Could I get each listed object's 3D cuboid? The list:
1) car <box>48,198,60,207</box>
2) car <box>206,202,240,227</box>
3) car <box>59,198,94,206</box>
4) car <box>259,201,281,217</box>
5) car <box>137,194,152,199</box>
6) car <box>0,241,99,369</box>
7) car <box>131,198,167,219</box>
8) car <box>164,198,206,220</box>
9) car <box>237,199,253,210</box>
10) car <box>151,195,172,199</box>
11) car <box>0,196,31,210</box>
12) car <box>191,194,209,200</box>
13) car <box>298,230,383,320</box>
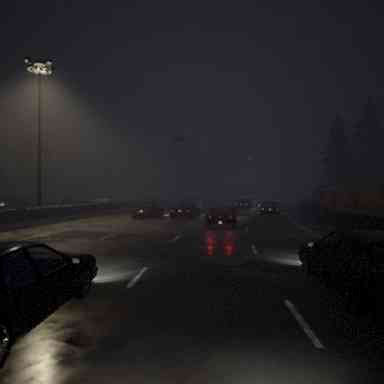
[{"bbox_3d":[-15.618,1.441,41.095,2.128,1.511,4.902,0,0,15],"label":"car"},{"bbox_3d":[2.116,1.593,22.812,1.895,1.301,4.718,0,0,9],"label":"car"},{"bbox_3d":[-12.717,1.557,38.397,1.895,1.301,4.718,0,0,14],"label":"car"},{"bbox_3d":[7.351,1.545,31.391,2.033,1.411,5.357,0,0,13],"label":"car"},{"bbox_3d":[-10.471,1.290,75.369,2.097,1.767,4.553,0,0,25],"label":"car"},{"bbox_3d":[-3.223,1.539,5.432,2.033,1.411,5.357,0,0,2],"label":"car"},{"bbox_3d":[-3.780,1.542,29.280,1.994,1.385,4.181,0,0,11],"label":"car"},{"bbox_3d":[-0.464,1.532,28.291,2.033,1.411,5.357,0,0,11],"label":"car"},{"bbox_3d":[6.587,1.538,41.964,2.033,1.411,5.357,0,0,17],"label":"car"},{"bbox_3d":[-6.402,1.467,75.699,2.033,1.411,5.357,0,0,25],"label":"car"},{"bbox_3d":[-20.219,1.295,36.947,2.097,1.767,4.553,0,0,13],"label":"car"},{"bbox_3d":[2.243,1.232,77.192,1.837,1.490,4.892,0,0,27],"label":"car"},{"bbox_3d":[3.881,1.551,7.357,2.033,1.411,5.357,0,0,4],"label":"car"}]
